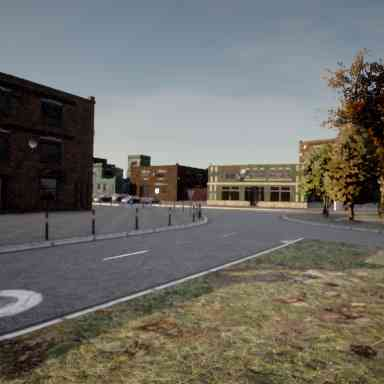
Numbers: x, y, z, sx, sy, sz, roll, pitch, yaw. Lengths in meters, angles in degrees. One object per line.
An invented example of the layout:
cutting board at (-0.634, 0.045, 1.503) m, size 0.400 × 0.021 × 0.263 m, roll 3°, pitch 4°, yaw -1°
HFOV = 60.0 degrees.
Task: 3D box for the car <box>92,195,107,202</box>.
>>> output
car at (-19.803, 1.393, 74.420) m, size 2.185 × 1.767 × 4.553 m, roll 2°, pitch -1°, yaw 32°

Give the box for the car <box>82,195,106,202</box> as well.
car at (-22.282, 1.449, 75.937) m, size 2.097 × 1.535 × 5.008 m, roll 2°, pitch -1°, yaw 32°

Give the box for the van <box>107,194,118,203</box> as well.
van at (-15.283, 1.412, 71.396) m, size 1.878 × 1.987 × 4.442 m, roll 1°, pitch -1°, yaw 32°

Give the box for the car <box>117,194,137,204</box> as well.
car at (-12.748, 1.573, 69.969) m, size 2.185 × 1.767 × 4.553 m, roll 1°, pitch -1°, yaw 32°

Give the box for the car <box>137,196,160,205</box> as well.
car at (-8.188, 1.825, 67.016) m, size 2.163 × 1.488 × 4.792 m, roll 1°, pitch -1°, yaw 32°
